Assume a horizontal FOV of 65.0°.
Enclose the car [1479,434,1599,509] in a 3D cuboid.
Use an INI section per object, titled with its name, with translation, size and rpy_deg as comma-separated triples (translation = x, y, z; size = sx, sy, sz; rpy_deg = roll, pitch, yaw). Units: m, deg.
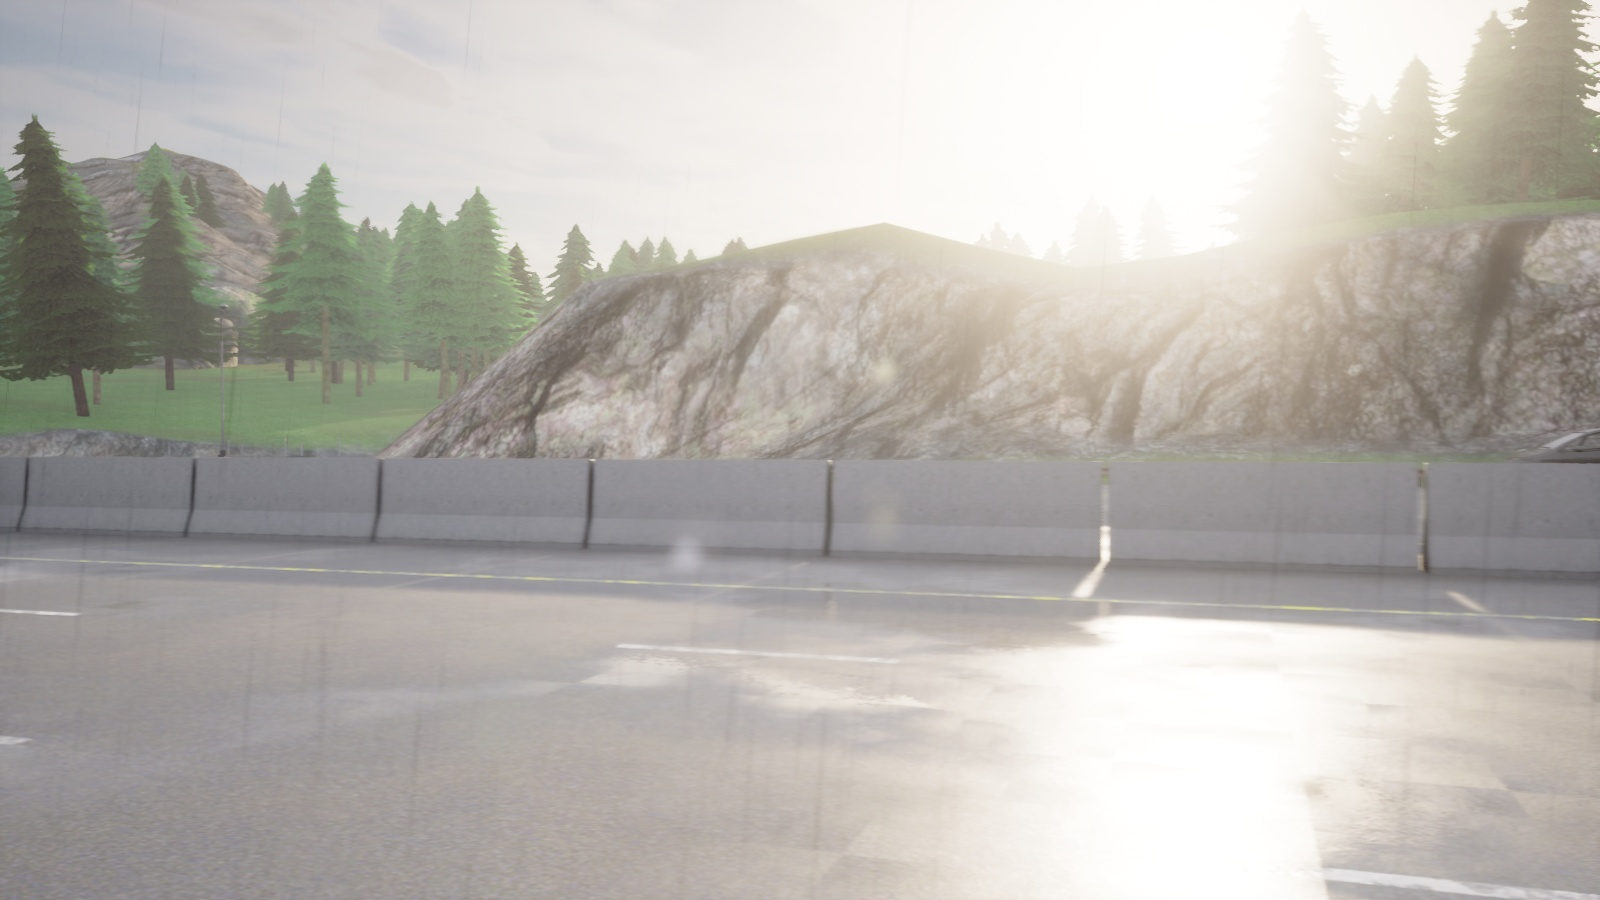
[car]
translation = 16.877, 0.435, 27.054
size = 3.705, 1.549, 1.789
rpy_deg = 1, 1, 19
